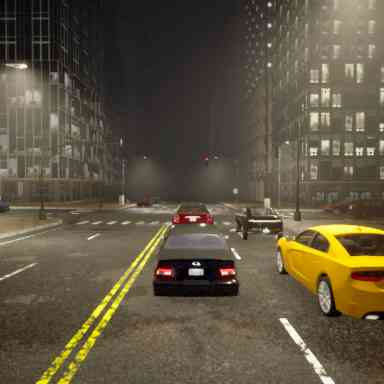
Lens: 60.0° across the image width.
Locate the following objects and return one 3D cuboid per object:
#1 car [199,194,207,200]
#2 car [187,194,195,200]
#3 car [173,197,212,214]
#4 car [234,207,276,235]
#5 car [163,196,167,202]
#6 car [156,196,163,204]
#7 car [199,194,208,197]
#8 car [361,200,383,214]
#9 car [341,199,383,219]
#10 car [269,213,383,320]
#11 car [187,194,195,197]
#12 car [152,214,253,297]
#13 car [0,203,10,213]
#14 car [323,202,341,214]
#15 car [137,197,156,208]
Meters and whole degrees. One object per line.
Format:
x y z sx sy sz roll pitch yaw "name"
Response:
2.906 1.295 89.822 1.994 1.385 4.181 0 0 0 "car"
-0.344 1.295 89.810 1.994 1.385 4.181 0 0 0 "car"
0.033 1.342 18.047 2.097 1.767 4.553 0 0 0 "car"
3.277 1.482 16.877 2.128 1.511 4.902 0 0 1 "car"
-6.787 1.486 74.593 1.994 1.385 4.181 0 0 0 "car"
-6.796 1.552 60.277 1.895 1.301 4.718 0 0 0 "car"
2.945 1.272 79.756 2.097 1.767 4.553 0 0 0 "car"
21.669 1.643 36.974 4.829 1.417 1.752 1 0 1 "car"
16.092 1.519 28.666 5.009 1.841 2.192 1 0 1 "car"
3.323 1.474 7.461 1.882 1.535 5.008 0 0 0 "car"
-0.305 1.470 79.775 1.994 1.385 4.181 0 0 0 "car"
0.066 1.543 8.733 2.033 1.411 5.357 0 0 0 "car"
-20.035 1.317 31.710 5.008 1.535 1.882 1 1 1 "car"
16.193 1.589 34.447 5.008 1.535 1.882 0 1 1 "car"
-6.784 1.567 48.392 1.895 1.301 4.718 0 0 0 "car"
